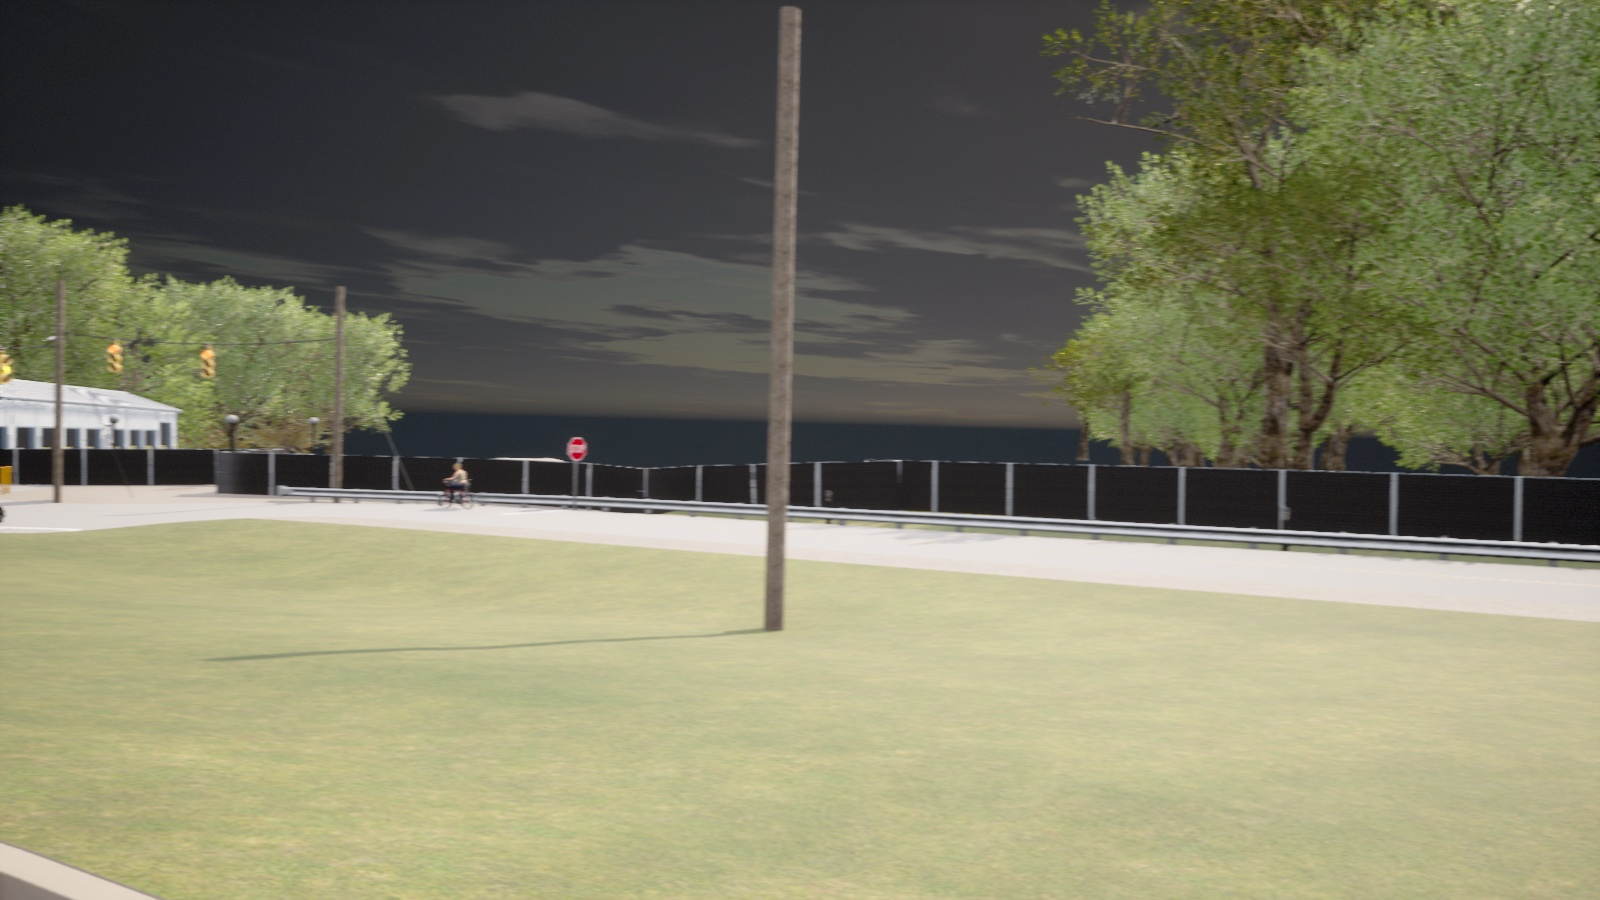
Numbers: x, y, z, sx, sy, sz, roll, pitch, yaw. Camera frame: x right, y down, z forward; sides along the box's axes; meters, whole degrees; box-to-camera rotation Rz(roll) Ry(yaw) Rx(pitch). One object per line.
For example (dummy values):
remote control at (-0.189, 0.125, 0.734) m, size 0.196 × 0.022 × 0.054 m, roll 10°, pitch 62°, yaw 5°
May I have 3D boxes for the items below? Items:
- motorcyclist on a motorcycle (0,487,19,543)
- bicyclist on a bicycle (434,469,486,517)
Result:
motorcyclist on a motorcycle at (-24.387, 1.965, 37.135) m, size 0.766 × 1.649 × 2.350 m, roll 1°, pitch 0°, yaw 12°
bicyclist on a bicycle at (-11.927, 1.503, 44.043) m, size 1.509 × 1.612 × 0.866 m, roll -1°, pitch 1°, yaw 24°
